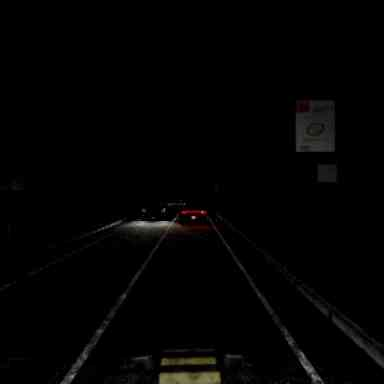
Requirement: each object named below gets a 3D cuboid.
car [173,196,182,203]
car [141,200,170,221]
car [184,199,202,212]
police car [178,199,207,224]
[{"bbox_3d":[-2.976,1.544,69.930,1.882,1.535,5.008,0,0,0],"label":"car"},{"bbox_3d":[-3.086,1.457,28.726,2.097,1.767,4.553,0,0,0],"label":"car"},{"bbox_3d":[0.114,1.670,41.605,2.033,1.411,5.357,0,0,0],"label":"car"},{"bbox_3d":[0.110,1.606,25.692,2.038,1.542,4.974,0,0,0],"label":"police car"}]
